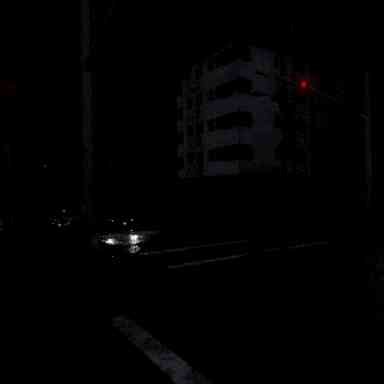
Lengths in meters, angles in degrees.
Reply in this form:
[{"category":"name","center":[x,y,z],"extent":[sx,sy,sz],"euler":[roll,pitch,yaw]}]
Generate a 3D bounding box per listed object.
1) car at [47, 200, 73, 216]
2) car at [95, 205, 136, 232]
[{"category":"car","center":[-13.954,1.640,34.963],"extent":[2.128,1.511,4.902],"euler":[-1,0,-33]},{"category":"car","center":[-5.283,1.608,21.582],"extent":[1.837,1.490,4.892],"euler":[-1,1,-33]}]
